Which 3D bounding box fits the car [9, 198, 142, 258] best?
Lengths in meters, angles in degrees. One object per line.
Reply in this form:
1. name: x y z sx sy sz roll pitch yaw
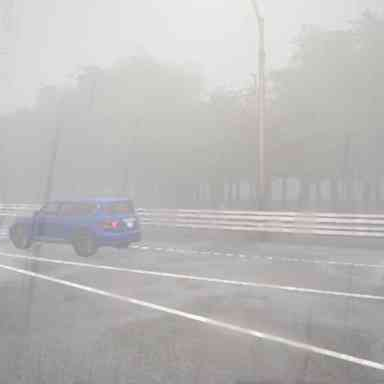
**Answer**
1. car: -4.572 1.236 12.942 5.566 2.045 2.150 0 0 27
